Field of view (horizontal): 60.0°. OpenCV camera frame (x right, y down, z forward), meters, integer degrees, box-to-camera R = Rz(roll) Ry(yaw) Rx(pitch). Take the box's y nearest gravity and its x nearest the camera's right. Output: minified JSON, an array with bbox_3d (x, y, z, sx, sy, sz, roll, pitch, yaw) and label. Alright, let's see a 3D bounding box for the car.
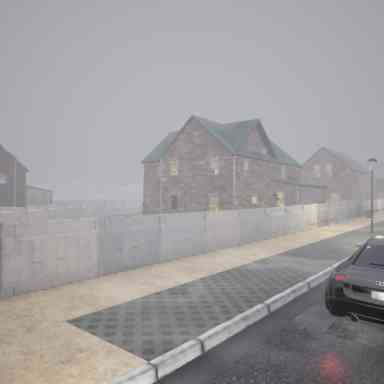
[{"bbox_3d":[4.225,1.576,6.638,1.994,1.385,4.181,0,0,40],"label":"car"}]
